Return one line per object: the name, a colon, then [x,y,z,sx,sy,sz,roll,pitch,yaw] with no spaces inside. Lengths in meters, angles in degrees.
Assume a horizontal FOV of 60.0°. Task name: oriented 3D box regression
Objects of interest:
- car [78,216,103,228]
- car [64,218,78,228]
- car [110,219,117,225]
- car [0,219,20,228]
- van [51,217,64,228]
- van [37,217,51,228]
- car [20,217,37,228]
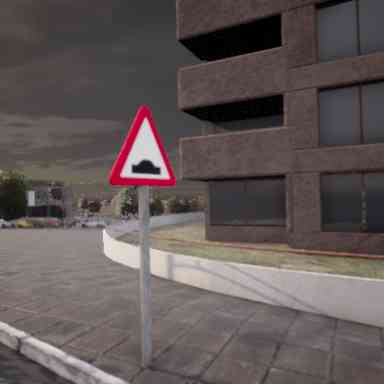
car: [-21.297,6.760,71.716,5.566,2.045,2.435,0,-6,6]
car: [-25.224,6.143,63.579,4.892,1.521,2.231,-1,-6,6]
car: [-19.958,7.339,74.392,4.674,1.452,2.002,0,-6,6]
car: [-30.517,5.025,52.758,4.674,1.452,2.002,0,-6,6]
van: [-26.433,5.628,60.896,4.442,1.987,1.878,0,-6,6]
van: [-27.754,5.338,58.186,4.442,1.987,1.878,-1,-6,6]
car: [-29.377,5.273,55.484,5.366,1.575,1.946,0,-6,6]
